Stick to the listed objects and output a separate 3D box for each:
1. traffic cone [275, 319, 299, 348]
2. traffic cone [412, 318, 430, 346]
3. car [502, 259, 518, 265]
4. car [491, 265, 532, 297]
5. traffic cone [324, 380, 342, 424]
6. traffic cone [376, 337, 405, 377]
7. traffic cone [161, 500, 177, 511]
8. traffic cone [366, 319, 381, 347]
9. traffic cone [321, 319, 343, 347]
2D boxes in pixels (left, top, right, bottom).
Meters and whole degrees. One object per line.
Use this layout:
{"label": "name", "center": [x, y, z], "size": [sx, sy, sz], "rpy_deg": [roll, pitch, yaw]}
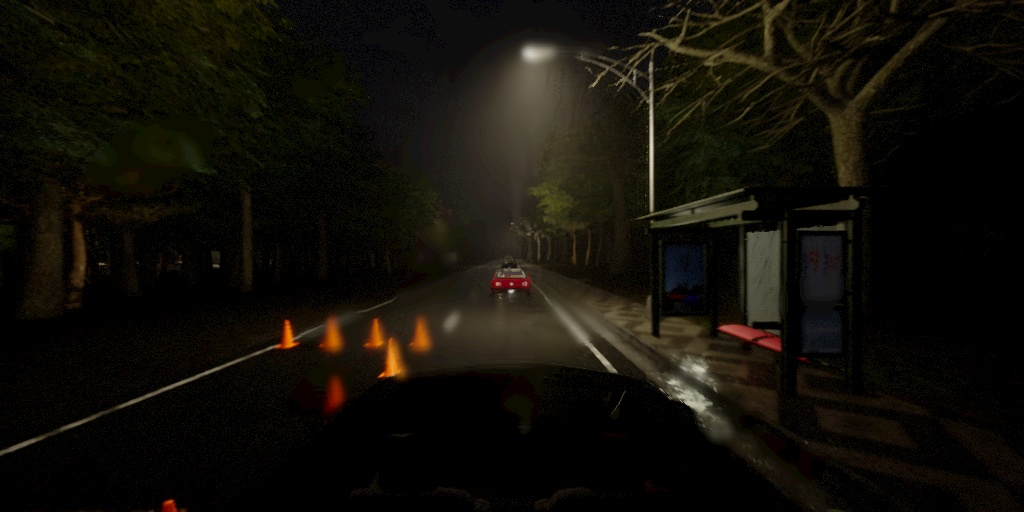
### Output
{"label": "traffic cone", "center": [-5.046, 1.721, 8.050], "size": [0.340, 0.580, 0.340], "rpy_deg": [0, 0, -1]}
{"label": "traffic cone", "center": [-2.046, 1.702, 8.078], "size": [0.340, 0.580, 0.340], "rpy_deg": [0, 0, -1]}
{"label": "car", "center": [-0.284, 1.149, 44.558], "size": [2.128, 1.511, 4.902], "rpy_deg": [0, 0, -1]}
{"label": "car", "center": [-0.038, 1.309, 18.518], "size": [1.895, 1.301, 4.718], "rpy_deg": [0, 0, -1]}
{"label": "traffic cone", "center": [-2.008, 1.712, 4.078], "size": [0.340, 0.580, 0.340], "rpy_deg": [0, 0, -1]}
{"label": "traffic cone", "center": [-2.027, 1.707, 6.078], "size": [0.340, 0.580, 0.340], "rpy_deg": [0, 0, -1]}
{"label": "traffic cone", "center": [-1.990, 1.717, 2.078], "size": [0.340, 0.580, 0.340], "rpy_deg": [0, 0, -1]}
{"label": "traffic cone", "center": [-3.046, 1.709, 8.068], "size": [0.340, 0.580, 0.340], "rpy_deg": [0, 0, -1]}
{"label": "traffic cone", "center": [-4.046, 1.715, 8.059], "size": [0.340, 0.580, 0.340], "rpy_deg": [0, 0, -1]}
